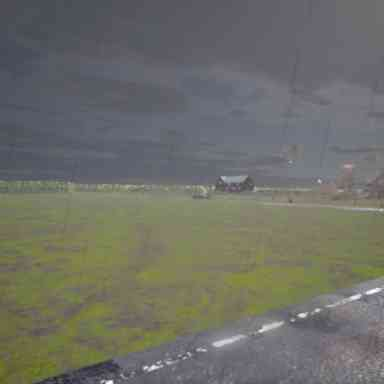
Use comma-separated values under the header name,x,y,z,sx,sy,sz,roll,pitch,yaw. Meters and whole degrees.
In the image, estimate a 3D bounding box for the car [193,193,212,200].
name,x,y,z,sx,sy,sz,roll,pitch,yaw
car,1.992,0.818,64.684,1.994,1.385,4.181,1,0,-36
